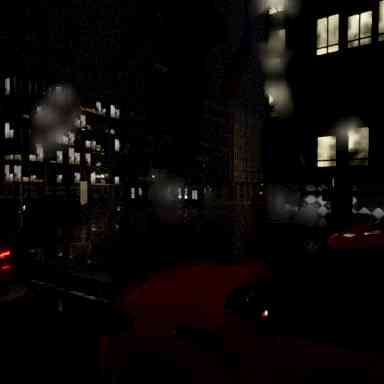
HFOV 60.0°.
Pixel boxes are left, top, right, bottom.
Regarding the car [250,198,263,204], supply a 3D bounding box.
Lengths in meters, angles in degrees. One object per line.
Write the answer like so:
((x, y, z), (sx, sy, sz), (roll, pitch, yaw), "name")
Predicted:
((11.628, 1.793, 55.953), (2.033, 1.411, 5.357), (1, 0, 37), "car")

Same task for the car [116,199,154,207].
((-6.309, 1.595, 37.198), (2.128, 1.511, 4.902), (1, 0, 37), "car")

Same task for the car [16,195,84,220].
((-12.245, 1.280, 29.174), (2.150, 2.045, 5.566), (1, 0, 39), "car")

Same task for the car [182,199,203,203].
((-0.155, 1.676, 45.448), (1.812, 1.442, 4.674), (1, 0, 36), "car")

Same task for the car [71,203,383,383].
((1.773, 1.222, 2.421), (5.566, 2.045, 2.150), (0, 0, 35), "car")

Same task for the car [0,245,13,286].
((-6.128, 1.522, 8.041), (4.674, 1.442, 1.812), (0, 0, 35), "car")
